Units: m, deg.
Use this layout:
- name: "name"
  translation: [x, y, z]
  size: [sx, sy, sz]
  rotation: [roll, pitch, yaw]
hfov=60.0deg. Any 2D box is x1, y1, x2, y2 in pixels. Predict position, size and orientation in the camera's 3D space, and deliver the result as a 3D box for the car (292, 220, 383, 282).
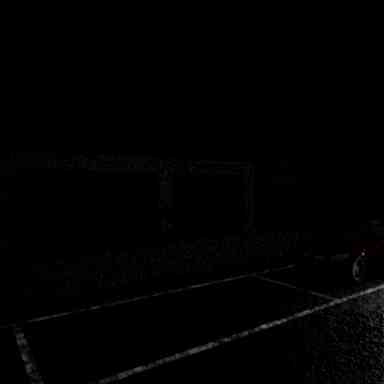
- name: "car"
  translation: [4.610, 1.462, 9.265]
  size: [4.206, 1.307, 1.802]
  rotation: [-1, 1, -34]
